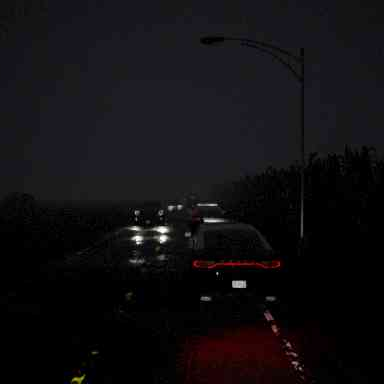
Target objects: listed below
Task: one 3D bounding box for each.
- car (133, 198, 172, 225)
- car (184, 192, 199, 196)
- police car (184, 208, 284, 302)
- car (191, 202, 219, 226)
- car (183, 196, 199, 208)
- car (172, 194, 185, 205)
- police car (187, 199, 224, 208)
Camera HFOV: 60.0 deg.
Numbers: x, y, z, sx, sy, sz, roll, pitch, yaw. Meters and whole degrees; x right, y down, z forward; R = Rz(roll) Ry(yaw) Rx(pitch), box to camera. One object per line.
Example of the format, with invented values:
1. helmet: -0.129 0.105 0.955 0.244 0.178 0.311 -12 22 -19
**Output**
1. car: -2.813 1.336 23.612 2.097 1.767 4.553 0 0 0
2. car: 0.093 1.134 60.053 2.150 2.045 5.566 0 0 0
3. police car: 0.837 1.423 8.455 1.930 1.638 5.238 0 0 0
4. car: 0.862 1.509 24.344 1.812 1.442 4.674 0 0 0
5. car: 0.116 1.549 46.088 1.895 1.301 4.718 0 0 1
6. car: -2.666 1.491 54.691 1.994 1.385 4.181 0 0 0
7. police car: 0.853 1.415 18.454 1.930 1.638 5.238 0 0 0
